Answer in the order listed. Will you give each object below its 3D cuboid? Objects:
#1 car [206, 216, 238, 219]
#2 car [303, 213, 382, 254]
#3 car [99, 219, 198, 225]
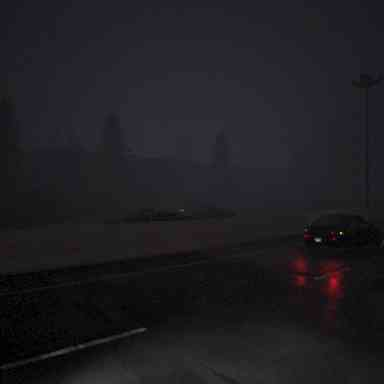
[{"bbox_3d":[1.053,1.669,23.620,5.357,1.411,2.033,1,0,-45],"label":"car"},{"bbox_3d":[6.419,1.632,14.059,4.674,1.442,1.812,1,0,-43],"label":"car"},{"bbox_3d":[-2.198,1.556,15.938,4.902,1.511,2.128,1,0,-41],"label":"car"}]
